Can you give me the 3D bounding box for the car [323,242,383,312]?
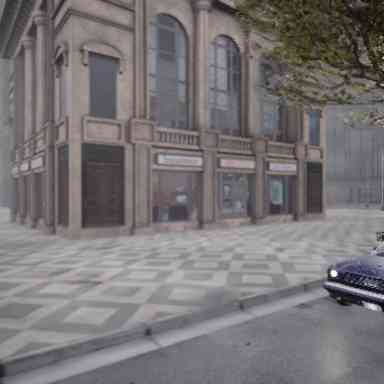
[{"bbox_3d":[4.773,1.578,6.785,4.718,1.301,1.895,0,0,-36],"label":"car"}]
